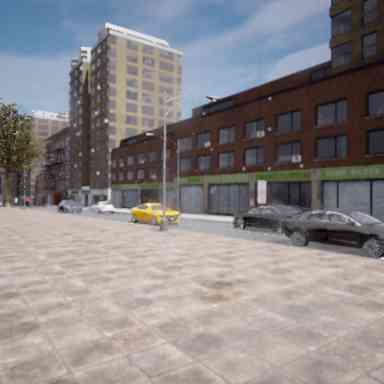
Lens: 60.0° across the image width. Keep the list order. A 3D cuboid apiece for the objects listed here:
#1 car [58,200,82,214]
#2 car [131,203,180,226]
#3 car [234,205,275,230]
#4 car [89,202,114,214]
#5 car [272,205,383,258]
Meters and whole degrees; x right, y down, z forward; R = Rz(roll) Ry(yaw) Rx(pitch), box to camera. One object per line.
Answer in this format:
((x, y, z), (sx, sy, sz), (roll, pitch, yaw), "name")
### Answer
((-15.689, 1.816, 42.745), (2.097, 1.767, 4.553), (1, -1, -35), "car")
((-2.777, 1.581, 24.455), (1.882, 1.535, 5.008), (1, -1, -35), "car")
((4.482, 1.510, 19.333), (2.128, 1.511, 4.902), (1, -1, -35), "car")
((-11.170, 1.952, 41.342), (1.812, 1.442, 4.674), (1, -1, -35), "car")
((5.735, 1.413, 12.482), (2.128, 1.511, 4.902), (1, -1, -36), "car")
